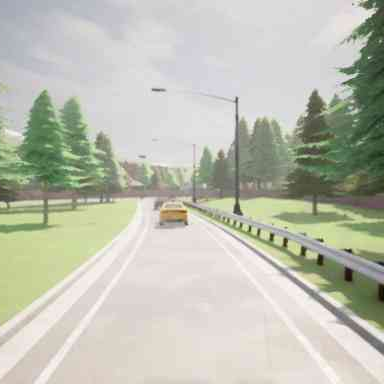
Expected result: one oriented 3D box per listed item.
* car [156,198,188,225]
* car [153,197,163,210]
[{"bbox_3d":[-1.391,1.449,23.795,1.882,1.535,5.008,0,0,-6],"label":"car"},{"bbox_3d":[-3.806,1.458,41.903,1.837,1.490,4.892,0,0,-8],"label":"car"}]
